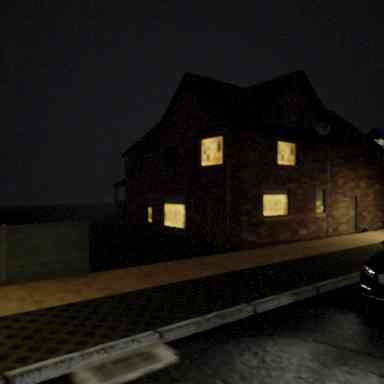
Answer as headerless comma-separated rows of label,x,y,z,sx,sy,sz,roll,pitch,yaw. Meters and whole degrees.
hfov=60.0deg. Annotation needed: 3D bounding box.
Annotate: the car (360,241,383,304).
car,5.471,1.467,7.099,4.902,1.511,2.128,0,0,-36
